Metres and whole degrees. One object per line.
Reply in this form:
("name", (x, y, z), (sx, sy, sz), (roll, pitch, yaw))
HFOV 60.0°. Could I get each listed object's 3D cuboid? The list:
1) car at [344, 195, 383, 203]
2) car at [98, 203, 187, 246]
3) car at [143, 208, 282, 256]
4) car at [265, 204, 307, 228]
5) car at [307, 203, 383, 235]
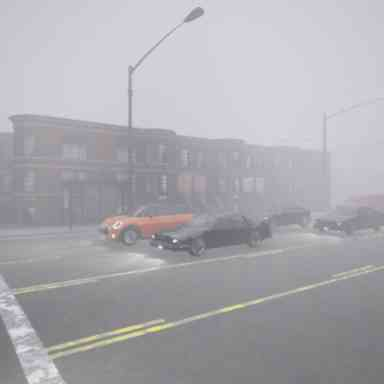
("car", (13.826, 1.233, 26.685), (5.566, 2.045, 2.150), (0, 0, -35))
("car", (-1.988, 1.355, 15.482), (4.553, 1.767, 2.097), (0, 0, -35))
("car", (0.987, 1.551, 13.334), (5.357, 1.411, 2.033), (0, 0, -38))
("car", (5.469, 1.499, 20.775), (4.902, 1.511, 2.128), (0, 0, -35))
("car", (9.266, 1.556, 19.185), (5.357, 1.411, 2.033), (0, 0, -35))
